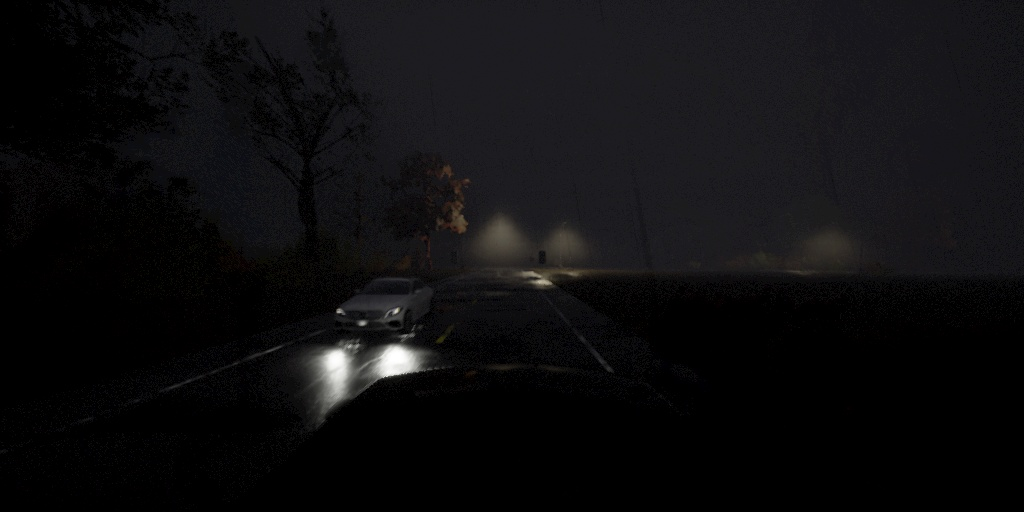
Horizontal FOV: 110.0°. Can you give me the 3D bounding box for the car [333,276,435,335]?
[{"bbox_3d":[-3.599,1.358,10.949,1.812,1.442,4.674,0,0,0],"label":"car"}]
